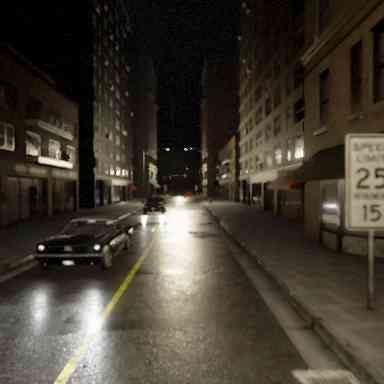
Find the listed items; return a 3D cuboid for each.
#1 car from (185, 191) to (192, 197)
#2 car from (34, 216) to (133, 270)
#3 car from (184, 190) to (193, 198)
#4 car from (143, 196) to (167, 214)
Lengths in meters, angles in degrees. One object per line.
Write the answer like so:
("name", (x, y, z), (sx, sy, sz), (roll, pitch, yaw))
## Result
("car", (-0.904, 0.519, 86.513), (1.882, 1.535, 5.008), (0, 1, -1))
("car", (-3.203, 1.495, 10.762), (1.895, 1.301, 4.718), (0, 1, -1))
("car", (-0.798, 0.519, 76.412), (2.097, 1.767, 4.553), (0, 1, -1))
("car", (-3.322, 1.187, 30.538), (1.837, 1.490, 4.892), (0, 0, 0))
